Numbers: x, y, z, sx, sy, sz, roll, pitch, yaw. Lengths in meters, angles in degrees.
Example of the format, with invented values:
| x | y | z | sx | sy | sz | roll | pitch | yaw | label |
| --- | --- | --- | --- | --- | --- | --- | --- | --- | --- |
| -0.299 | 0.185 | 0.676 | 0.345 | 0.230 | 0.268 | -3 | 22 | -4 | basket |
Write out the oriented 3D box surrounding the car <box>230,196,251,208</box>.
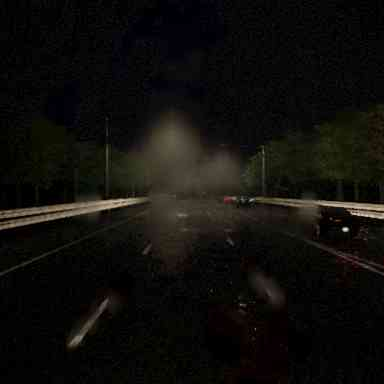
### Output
| x | y | z | sx | sy | sz | roll | pitch | yaw | label |
| --- | --- | --- | --- | --- | --- | --- | --- | --- | --- |
| 7.045 | 1.383 | 47.532 | 2.097 | 1.767 | 4.553 | 0 | 0 | 0 | car |

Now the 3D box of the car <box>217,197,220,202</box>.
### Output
| x | y | z | sx | sy | sz | roll | pitch | yaw | label |
| --- | --- | --- | --- | --- | --- | --- | --- | --- | --- |
| 7.211 | 1.828 | 81.774 | 1.812 | 1.442 | 4.674 | 0 | -1 | 0 | car |

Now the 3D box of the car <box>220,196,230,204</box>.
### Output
| x | y | z | sx | sy | sz | roll | pitch | yaw | label |
| --- | --- | --- | --- | --- | --- | --- | --- | --- | --- |
| 7.116 | 1.702 | 65.577 | 1.994 | 1.385 | 4.181 | 0 | -1 | 0 | car |

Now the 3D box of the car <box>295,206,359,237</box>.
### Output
| x | y | z | sx | sy | sz | roll | pitch | yaw | label |
| --- | --- | --- | --- | --- | --- | --- | --- | --- | --- |
| 7.107 | 1.510 | 17.956 | 1.837 | 1.490 | 4.892 | 0 | 0 | -2 | car |
